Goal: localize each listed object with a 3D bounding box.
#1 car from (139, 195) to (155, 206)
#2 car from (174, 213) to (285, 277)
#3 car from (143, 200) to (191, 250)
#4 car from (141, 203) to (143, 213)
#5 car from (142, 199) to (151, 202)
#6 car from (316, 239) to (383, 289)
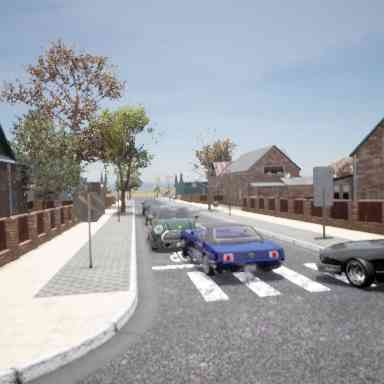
[{"bbox_3d":[-6.775,1.237,49.776,2.033,1.411,5.357,-2,0,-10],"label":"car"},{"bbox_3d":[0.922,1.596,10.393,1.895,1.301,4.718,-1,1,-14],"label":"car"},{"bbox_3d":[-0.835,1.390,14.603,2.097,1.767,4.553,-2,0,-11],"label":"car"},{"bbox_3d":[-2.468,1.609,24.603,1.994,1.385,4.181,-2,0,-10],"label":"car"},{"bbox_3d":[-4.253,1.538,34.852,1.882,1.535,5.008,-2,0,-10],"label":"car"},{"bbox_3d":[5.558,1.428,7.069,5.357,1.411,2.033,-1,0,41],"label":"car"}]
